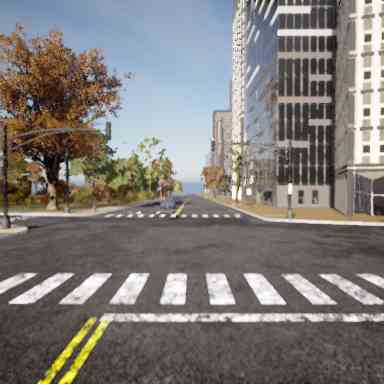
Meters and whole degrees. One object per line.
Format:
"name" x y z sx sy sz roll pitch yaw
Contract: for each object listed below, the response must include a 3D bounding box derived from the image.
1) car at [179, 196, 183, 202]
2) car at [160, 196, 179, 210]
"car" -3.234 1.610 79.435 1.882 1.535 5.008 0 0 0
"car" -3.242 1.632 45.547 2.033 1.411 5.357 0 0 0
